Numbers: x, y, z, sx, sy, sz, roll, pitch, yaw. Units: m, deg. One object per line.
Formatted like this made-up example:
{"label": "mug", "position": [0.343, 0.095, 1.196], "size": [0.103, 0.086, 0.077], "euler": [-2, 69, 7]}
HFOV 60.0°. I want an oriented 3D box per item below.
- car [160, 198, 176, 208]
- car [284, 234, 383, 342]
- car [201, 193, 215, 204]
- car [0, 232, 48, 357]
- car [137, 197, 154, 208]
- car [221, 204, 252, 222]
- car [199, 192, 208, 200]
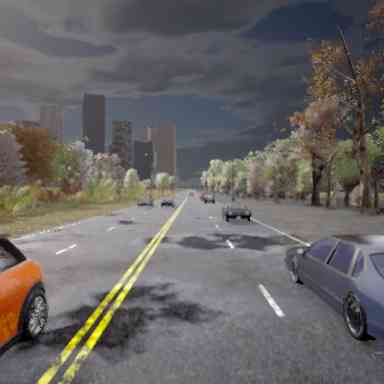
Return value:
{"label": "car", "position": [-3.342, 1.512, 46.443], "size": [1.895, 1.301, 4.718], "euler": [0, 0, 0]}
{"label": "car", "position": [3.349, 1.534, 6.402], "size": [2.033, 1.411, 5.357], "euler": [0, 0, 0]}
{"label": "car", "position": [3.237, 1.370, 61.918], "size": [2.163, 1.488, 4.792], "euler": [0, 0, 0]}
{"label": "car", "position": [-3.351, 1.346, 3.400], "size": [2.097, 1.767, 4.553], "euler": [0, 0, 0]}
{"label": "car", "position": [-6.586, 1.474, 47.468], "size": [1.994, 1.385, 4.181], "euler": [0, 0, 0]}
{"label": "car", "position": [3.343, 1.552, 25.984], "size": [1.895, 1.301, 4.718], "euler": [0, 0, 0]}
{"label": "car", "position": [3.223, 1.333, 72.936], "size": [2.163, 1.488, 4.792], "euler": [0, 0, 0]}
